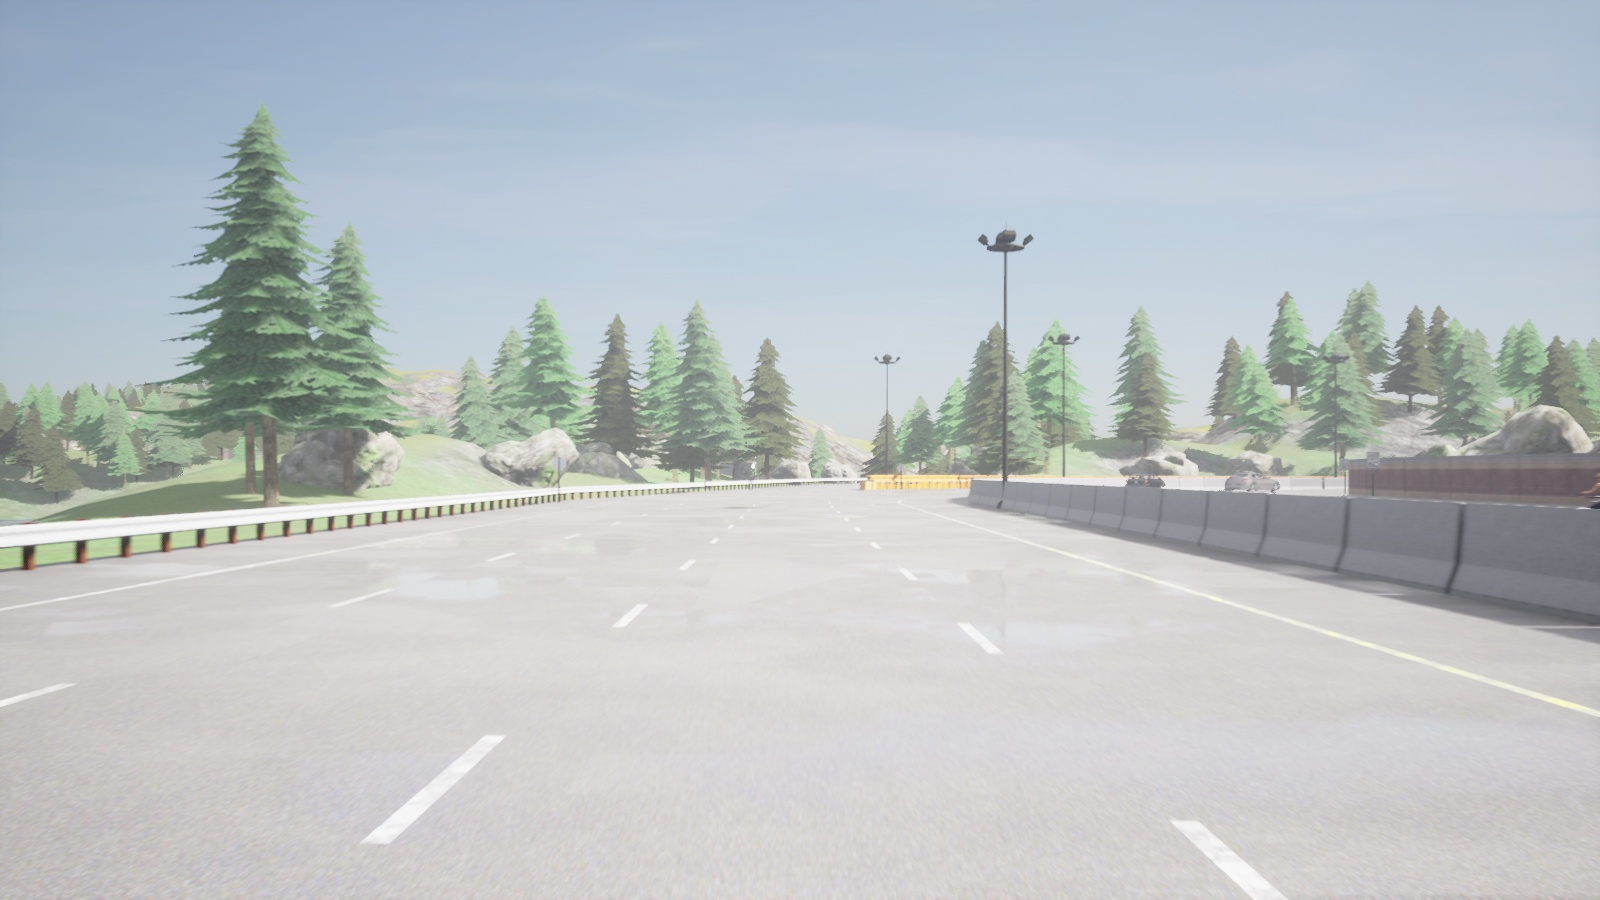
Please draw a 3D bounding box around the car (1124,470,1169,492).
[{"bbox_3d":[25.355,2.243,91.868,1.789,1.549,3.705,-1,-1,40],"label":"car"}]
